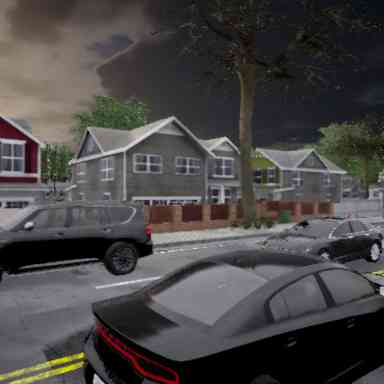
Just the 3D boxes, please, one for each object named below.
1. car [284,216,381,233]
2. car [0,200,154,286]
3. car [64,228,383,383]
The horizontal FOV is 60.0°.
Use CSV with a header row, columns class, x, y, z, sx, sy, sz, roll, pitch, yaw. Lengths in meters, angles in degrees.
class,x,y,z,sx,sy,sz,roll,pitch,yaw
car,4.328,1.573,10.782,4.892,1.490,1.837,0,0,-36
car,-3.717,1.261,9.017,5.566,2.045,2.150,1,-1,-36
car,1.218,1.504,4.310,5.008,1.535,1.882,0,0,-36
